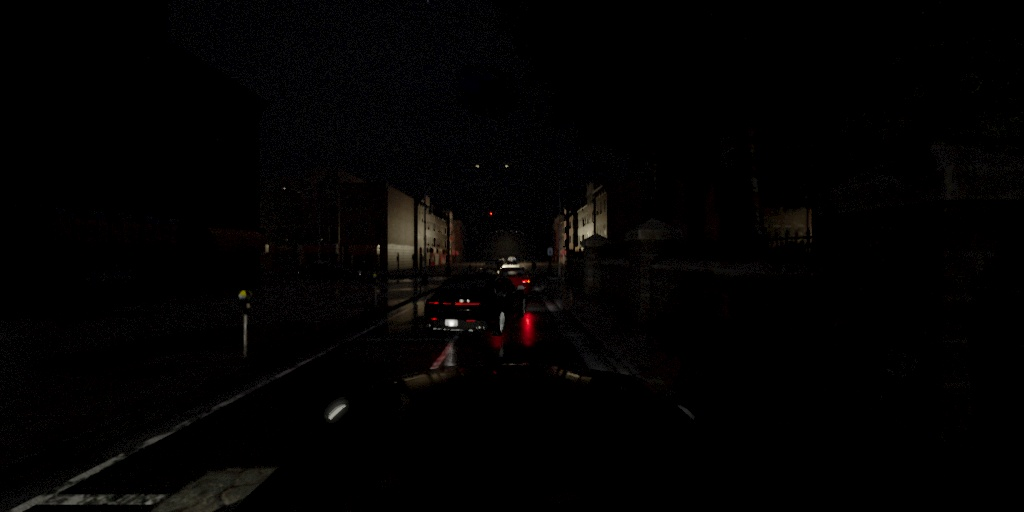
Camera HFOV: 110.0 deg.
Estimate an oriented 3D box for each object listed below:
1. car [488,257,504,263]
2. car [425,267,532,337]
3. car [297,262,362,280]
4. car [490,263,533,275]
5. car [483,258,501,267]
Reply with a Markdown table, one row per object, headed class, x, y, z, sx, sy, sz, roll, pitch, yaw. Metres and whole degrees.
| class | x | y | z | sx | sy | sz | roll | pitch | yaw |
| --- | --- | --- | --- | --- | --- | --- | --- | --- | --- |
| car | -2.634 | 1.043 | 49.721 | 2.192 | 1.841 | 5.009 | 0 | 0 | 0 |
| car | -0.820 | 1.249 | 10.394 | 1.837 | 1.490 | 4.892 | 0 | 0 | 13 |
| car | -14.993 | 1.245 | 29.577 | 4.902 | 1.511 | 2.128 | 0 | 0 | 0 |
| car | 0.050 | 1.266 | 17.920 | 1.812 | 1.442 | 4.674 | 0 | 0 | 1 |
| car | -2.635 | 1.255 | 44.100 | 1.751 | 1.417 | 4.829 | 0 | 0 | 0 |
